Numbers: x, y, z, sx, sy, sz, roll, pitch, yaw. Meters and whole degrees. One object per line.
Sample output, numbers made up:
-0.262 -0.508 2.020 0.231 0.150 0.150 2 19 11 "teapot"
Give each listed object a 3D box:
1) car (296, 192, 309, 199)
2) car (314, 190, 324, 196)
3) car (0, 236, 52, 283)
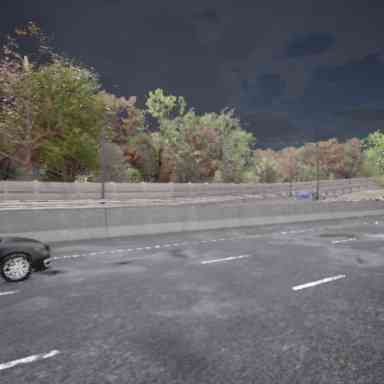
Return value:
24.149 0.737 72.473 1.882 1.535 5.008 0 1 32 "car"
32.733 0.327 85.765 2.128 1.511 4.902 0 2 34 "car"
-6.021 1.504 8.050 4.892 1.490 1.837 0 0 -36 "car"
